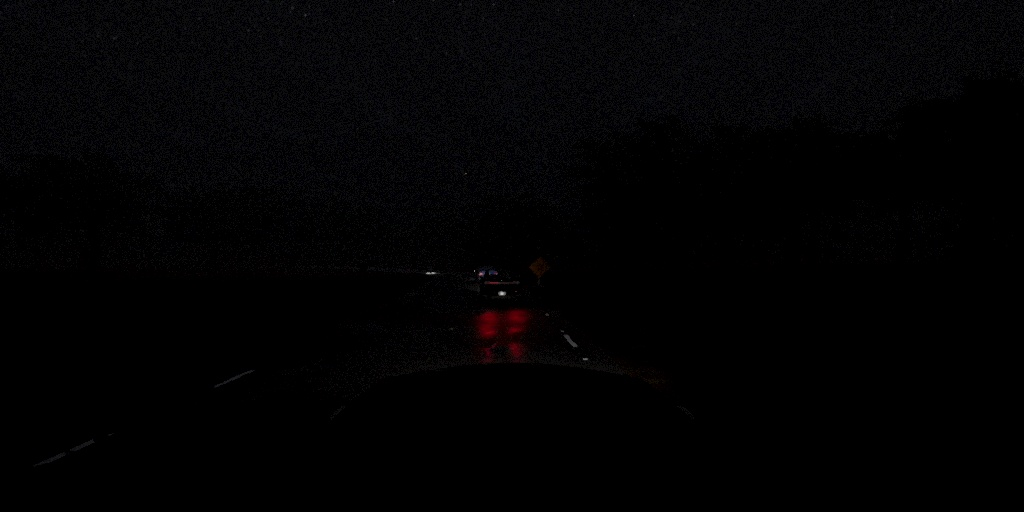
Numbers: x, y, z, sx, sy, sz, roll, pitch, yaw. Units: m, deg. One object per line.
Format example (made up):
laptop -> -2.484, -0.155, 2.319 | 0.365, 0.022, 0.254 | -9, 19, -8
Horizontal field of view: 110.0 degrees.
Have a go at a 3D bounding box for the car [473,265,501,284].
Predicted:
car -> -2.296, 1.550, 31.684 | 2.033, 1.411, 5.357 | 0, -1, -9

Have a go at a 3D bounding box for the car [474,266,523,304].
car -> -0.576, 1.301, 16.636 | 2.128, 1.511, 4.902 | 0, 0, -4

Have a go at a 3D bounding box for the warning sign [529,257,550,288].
warning sign -> 1.615, 0.956, 21.939 | 1.300, 1.860, 1.060 | 0, 0, -6
